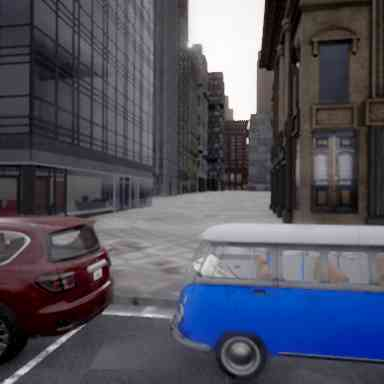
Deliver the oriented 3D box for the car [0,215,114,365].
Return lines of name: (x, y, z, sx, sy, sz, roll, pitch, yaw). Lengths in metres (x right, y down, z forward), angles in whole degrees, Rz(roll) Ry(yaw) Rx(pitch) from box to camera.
car: (-3.770, 1.319, 5.403, 5.009, 1.841, 2.192, 0, 0, 10)

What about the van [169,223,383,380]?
van: (1.799, 1.343, 4.457, 3.998, 1.788, 1.690, 0, 0, 10)
